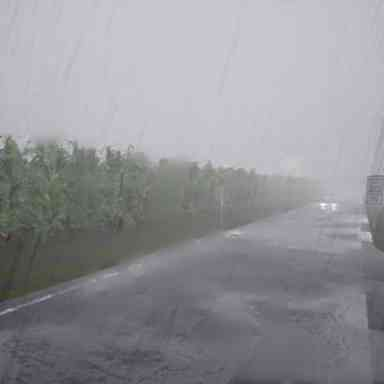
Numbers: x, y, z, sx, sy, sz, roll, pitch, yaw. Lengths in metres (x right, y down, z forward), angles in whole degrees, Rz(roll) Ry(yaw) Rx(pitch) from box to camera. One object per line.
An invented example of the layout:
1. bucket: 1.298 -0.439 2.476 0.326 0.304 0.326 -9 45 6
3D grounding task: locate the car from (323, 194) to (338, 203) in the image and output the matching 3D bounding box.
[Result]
1. car: 21.438 1.022 51.465 1.895 1.301 4.718 1 1 27
